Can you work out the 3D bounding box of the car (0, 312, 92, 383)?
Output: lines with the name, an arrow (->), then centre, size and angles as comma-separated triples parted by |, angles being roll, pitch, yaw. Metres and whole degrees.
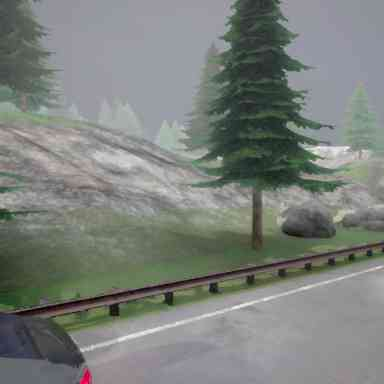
car -> -2.757, 1.565, 2.000 | 4.181, 1.385, 1.994 | 0, 0, -35
